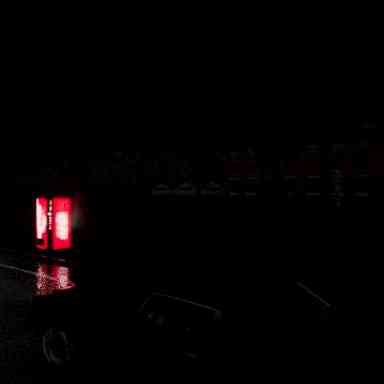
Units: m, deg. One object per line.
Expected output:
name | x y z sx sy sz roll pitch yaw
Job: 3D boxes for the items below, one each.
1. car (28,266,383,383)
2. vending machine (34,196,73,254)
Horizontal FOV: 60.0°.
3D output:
car | 0.086 1.601 3.939 4.718 1.301 1.895 0 0 36
vending machine | -5.269 1.195 12.683 0.880 2.100 1.100 0 0 36
